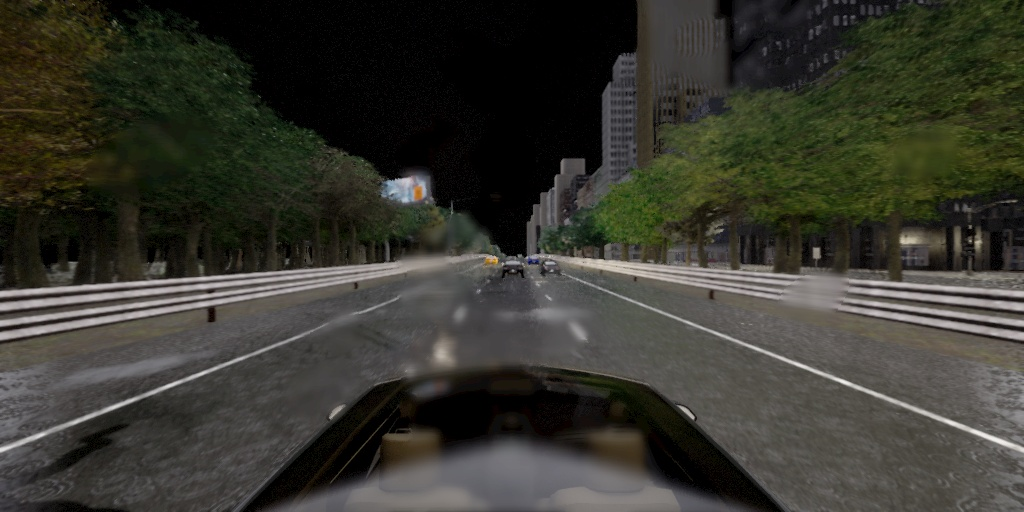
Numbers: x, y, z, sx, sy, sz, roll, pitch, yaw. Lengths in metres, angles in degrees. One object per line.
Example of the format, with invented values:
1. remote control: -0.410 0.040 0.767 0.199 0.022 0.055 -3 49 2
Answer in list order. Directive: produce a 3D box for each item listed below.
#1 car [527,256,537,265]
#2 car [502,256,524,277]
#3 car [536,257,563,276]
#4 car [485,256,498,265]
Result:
1. car: 3.576 0.728 60.671 1.882 1.535 5.008 0 1 0
2. car: 0.087 1.059 32.293 1.882 1.535 5.008 0 1 0
3. car: 3.587 1.090 33.970 1.812 1.442 4.674 0 1 0
4. car: -3.424 0.728 60.659 1.882 1.535 5.008 0 1 0
